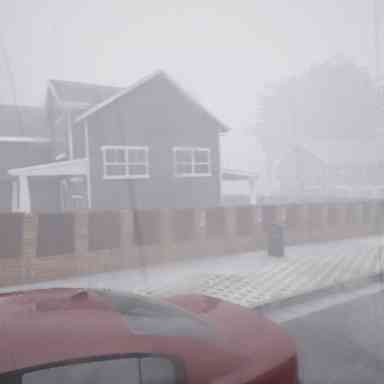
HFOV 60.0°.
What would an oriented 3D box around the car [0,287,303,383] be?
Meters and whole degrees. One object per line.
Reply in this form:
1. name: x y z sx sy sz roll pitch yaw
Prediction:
1. car: -1.474 1.476 1.892 5.008 1.535 1.882 0 0 -35
